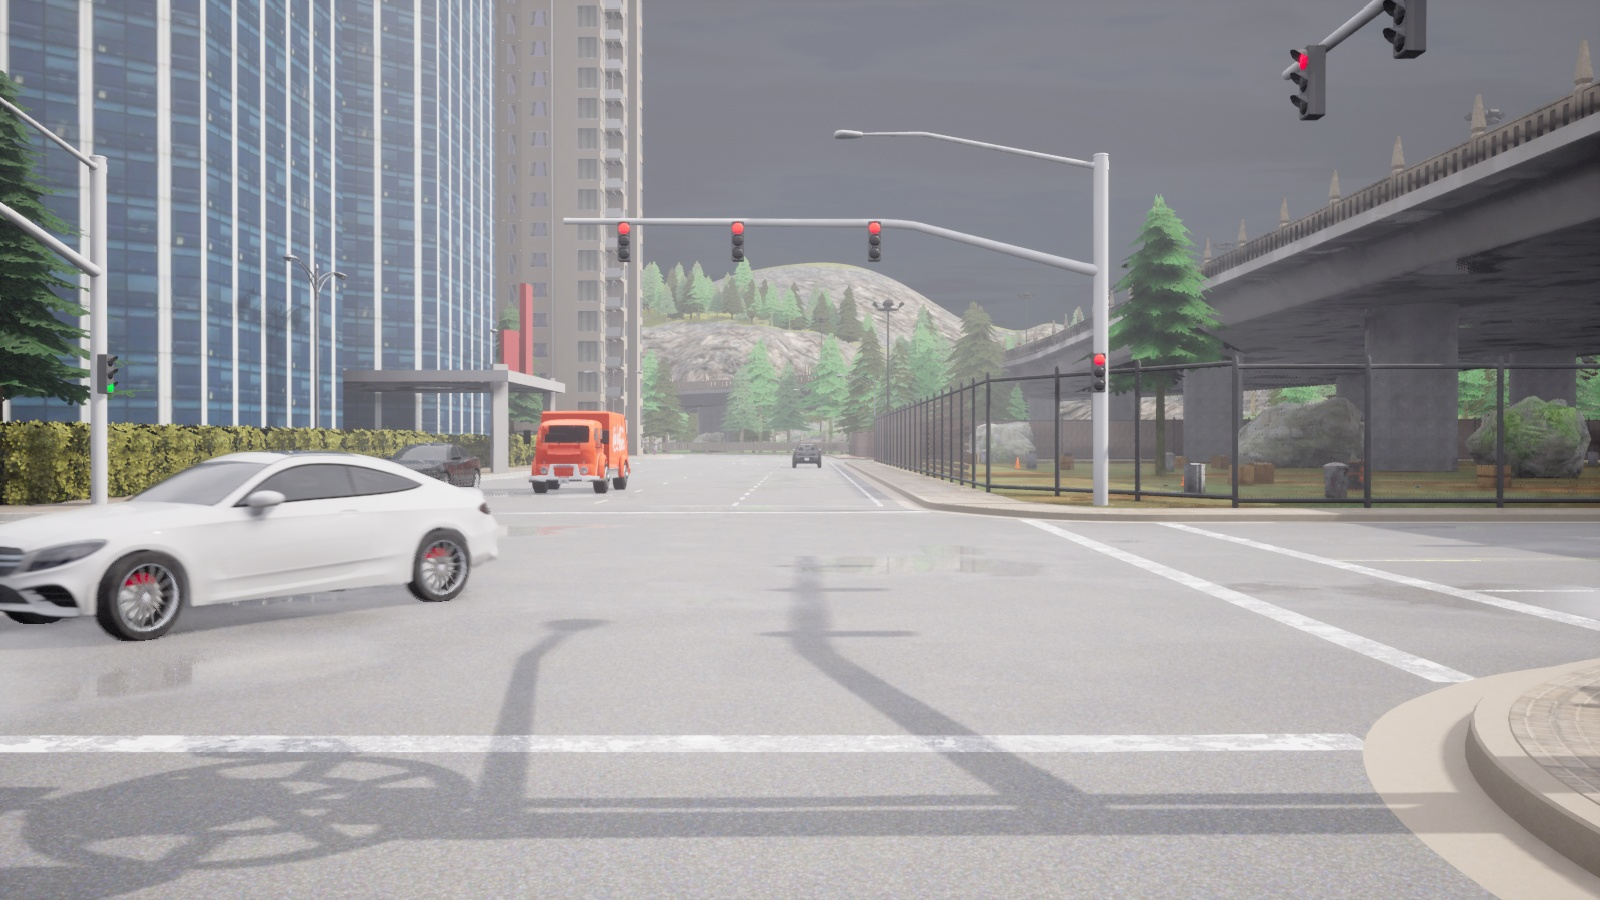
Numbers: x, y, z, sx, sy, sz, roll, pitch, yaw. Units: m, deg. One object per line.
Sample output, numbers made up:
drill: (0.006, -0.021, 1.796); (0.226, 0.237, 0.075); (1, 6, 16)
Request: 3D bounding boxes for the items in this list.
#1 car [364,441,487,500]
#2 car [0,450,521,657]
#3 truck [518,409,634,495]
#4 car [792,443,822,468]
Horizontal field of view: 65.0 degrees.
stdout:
car: (-10.300, 0.519, 34.939); (1.882, 1.535, 5.008); (0, 0, 0)
car: (-4.894, 0.729, 11.297); (1.812, 1.442, 4.674); (0, 0, 34)
truck: (-6.780, 0.036, 38.678); (2.627, 2.467, 5.204); (0, 0, 0)
car: (0.421, 0.329, 76.493); (1.816, 1.474, 4.193); (0, 0, 0)
